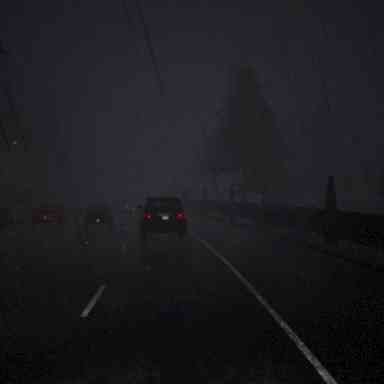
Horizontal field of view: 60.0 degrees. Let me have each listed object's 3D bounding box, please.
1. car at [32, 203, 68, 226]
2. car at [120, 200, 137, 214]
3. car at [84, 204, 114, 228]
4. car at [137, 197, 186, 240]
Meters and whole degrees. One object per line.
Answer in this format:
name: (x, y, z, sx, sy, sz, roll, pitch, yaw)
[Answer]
car: (-10.363, 1.545, 24.548, 1.882, 1.535, 5.008, 0, 0, -14)
car: (-6.788, 1.611, 36.486, 1.812, 1.442, 4.674, 0, 0, -19)
car: (-6.396, 1.582, 22.952, 1.812, 1.442, 4.674, 0, 0, -13)
car: (-1.664, 1.260, 17.581, 2.150, 2.045, 5.566, 0, 0, -10)
